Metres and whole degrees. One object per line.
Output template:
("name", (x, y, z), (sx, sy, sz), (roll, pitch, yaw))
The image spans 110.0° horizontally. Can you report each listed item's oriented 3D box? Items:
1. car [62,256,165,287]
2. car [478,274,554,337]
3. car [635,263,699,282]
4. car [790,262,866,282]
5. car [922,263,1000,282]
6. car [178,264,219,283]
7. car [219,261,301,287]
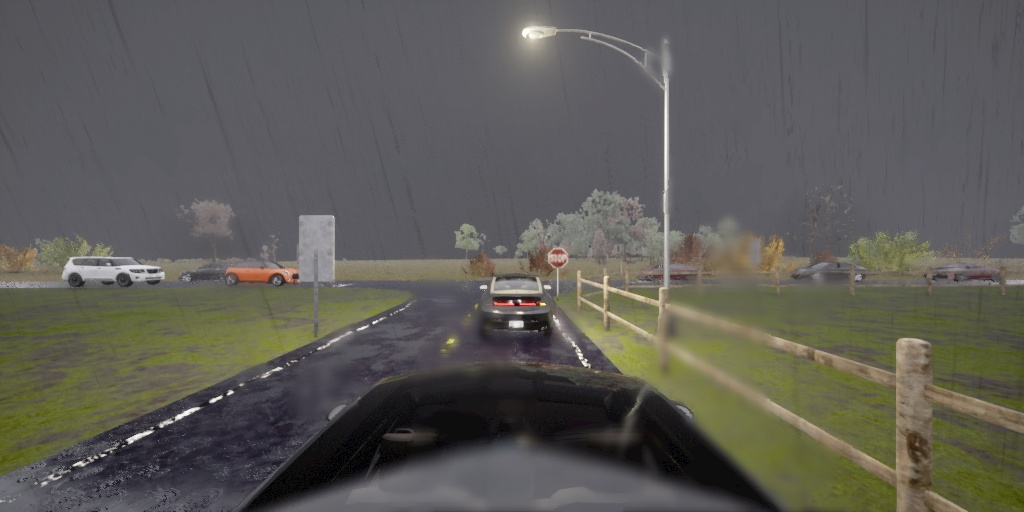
("car", (-27.614, 1.044, 24.928), (5.566, 2.045, 2.150), (0, 0, 1))
("car", (0.105, 1.254, 10.304), (1.837, 1.490, 4.892), (0, 0, 0))
("car", (11.881, 1.240, 27.547), (4.674, 1.442, 1.812), (0, 0, 0))
("car", (24.138, 1.194, 27.443), (4.892, 1.490, 1.837), (0, 0, 1))
("car", (34.210, 1.237, 27.354), (4.181, 1.385, 1.994), (0, 0, 1))
("car", (-22.961, 1.312, 27.834), (4.892, 1.490, 1.837), (0, 0, 1))
("car", (-16.989, 1.144, 24.838), (4.553, 1.767, 2.097), (0, 0, 1))
